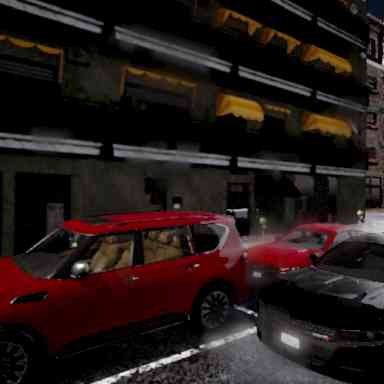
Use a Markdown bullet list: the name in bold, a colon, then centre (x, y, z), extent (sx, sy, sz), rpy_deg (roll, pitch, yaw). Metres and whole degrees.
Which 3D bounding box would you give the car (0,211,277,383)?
- **car**: centre (-1.269, 1.303, 5.166), extent (5.009, 1.841, 2.192), rpy_deg (0, 2, -35)

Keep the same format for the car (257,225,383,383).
- **car**: centre (3.179, 1.442, 5.320), extent (5.008, 1.535, 1.882), rpy_deg (0, 0, -35)

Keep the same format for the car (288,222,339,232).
- **car**: centre (3.232, 1.498, 8.384), extent (4.507, 1.381, 1.887), rpy_deg (0, 2, -35)
